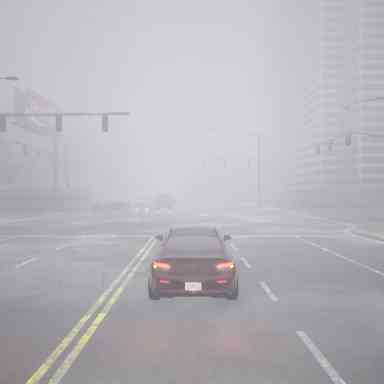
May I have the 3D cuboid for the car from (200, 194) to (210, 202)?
[{"bbox_3d":[3.193,1.515,78.072,2.128,1.511,4.902,0,0,0],"label":"car"}]

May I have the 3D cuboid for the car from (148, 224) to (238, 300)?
[{"bbox_3d":[0.033,1.526,8.264,1.812,1.442,4.674,0,0,0],"label":"car"}]

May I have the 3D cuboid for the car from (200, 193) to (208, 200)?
[{"bbox_3d":[3.152,1.184,88.360,2.097,1.767,4.553,0,0,0],"label":"car"}]

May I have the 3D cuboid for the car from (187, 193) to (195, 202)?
[{"bbox_3d":[-0.308,1.584,78.440,1.895,1.301,4.718,0,0,0],"label":"car"}]

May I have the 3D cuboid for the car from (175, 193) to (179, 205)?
[{"bbox_3d":[-3.802,1.224,56.230,2.150,2.045,5.566,0,0,0],"label":"car"}]

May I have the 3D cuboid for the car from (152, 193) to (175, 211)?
[{"bbox_3d":[-3.489,1.221,42.044,2.150,2.045,5.566,0,0,-3],"label":"car"}]

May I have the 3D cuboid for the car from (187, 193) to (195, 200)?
[{"bbox_3d":[-0.348,1.184,88.345,2.097,1.767,4.553,0,0,0],"label":"car"}]

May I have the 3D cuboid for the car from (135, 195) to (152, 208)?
[{"bbox_3d":[-7.289,1.526,49.680,1.812,1.442,4.674,0,0,0],"label":"car"}]

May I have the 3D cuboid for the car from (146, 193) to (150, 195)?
[{"bbox_3d":[-7.306,1.353,62.135,2.097,1.767,4.553,0,0,0],"label":"car"}]

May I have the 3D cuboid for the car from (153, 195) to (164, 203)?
[{"bbox_3d":[-7.286,1.525,72.875,2.128,1.511,4.902,0,0,0],"label":"car"}]

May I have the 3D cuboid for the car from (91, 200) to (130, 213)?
[{"bbox_3d":[-9.224,1.601,37.924,1.895,1.301,4.718,0,0,29],"label":"car"}]
